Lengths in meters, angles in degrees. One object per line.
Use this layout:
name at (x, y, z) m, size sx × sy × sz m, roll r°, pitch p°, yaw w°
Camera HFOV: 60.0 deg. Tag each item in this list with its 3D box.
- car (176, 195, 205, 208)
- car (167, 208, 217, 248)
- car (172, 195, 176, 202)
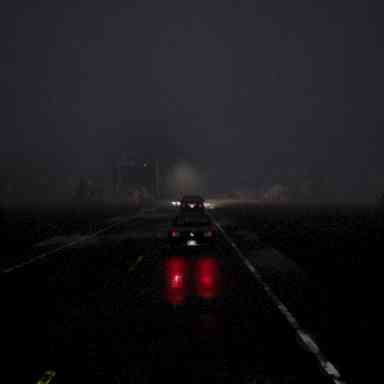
car at (0.000, 1.254, 29.682) m, size 2.150 × 2.045 × 5.566 m, roll 0°, pitch 0°, yaw 0°
car at (0.001, 1.613, 14.681) m, size 1.895 × 1.301 × 4.718 m, roll 0°, pitch 0°, yaw 0°
car at (-3.500, 1.492, 75.960) m, size 2.128 × 1.511 × 4.902 m, roll 0°, pitch 0°, yaw 0°
